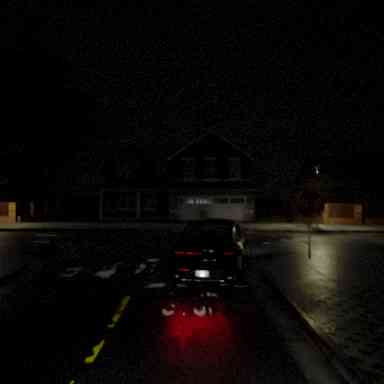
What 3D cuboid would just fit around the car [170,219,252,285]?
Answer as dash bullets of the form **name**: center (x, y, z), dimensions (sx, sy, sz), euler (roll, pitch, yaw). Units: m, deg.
- **car**: center (0.686, 1.534, 9.677), dimensions (1.837, 1.490, 4.892), euler (-1, 0, 11)
